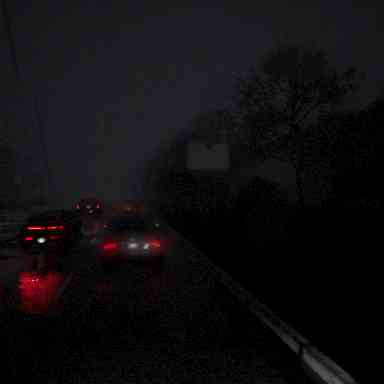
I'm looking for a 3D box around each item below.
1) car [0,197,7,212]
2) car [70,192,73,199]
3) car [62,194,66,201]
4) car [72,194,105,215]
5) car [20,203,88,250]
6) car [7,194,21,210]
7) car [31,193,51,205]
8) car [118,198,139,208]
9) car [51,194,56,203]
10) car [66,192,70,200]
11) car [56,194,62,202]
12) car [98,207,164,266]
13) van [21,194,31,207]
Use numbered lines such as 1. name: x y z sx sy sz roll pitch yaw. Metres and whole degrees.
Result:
1. car: -22.847 1.417 36.878 2.185 1.767 4.553 -1 0 -11
2. car: -32.669 1.370 85.723 2.002 1.452 4.674 -1 0 -11
3. car: -30.474 1.252 74.794 2.185 1.767 4.553 -1 0 -11
4. car: -8.864 1.267 29.179 2.097 1.767 4.553 -1 0 -11
5. car: -5.946 1.490 14.510 1.837 1.490 4.892 -1 1 -11
6. car: -23.937 1.393 42.294 2.185 1.767 4.553 -1 0 -11
7. car: -27.220 1.197 58.608 2.435 2.045 5.566 -1 0 -11
8. car: -6.038 1.325 31.691 1.882 1.535 5.008 -1 0 -11
9. car: -28.288 1.425 63.936 2.097 1.535 5.008 -1 0 -11
10. car: -31.563 1.229 80.211 2.185 1.767 4.553 -1 0 -11
11. car: -29.378 1.402 69.354 2.231 1.521 4.892 -1 0 -11
12. car: -2.057 1.490 11.448 2.033 1.411 5.357 -1 0 -11
13. van: -24.999 1.270 47.566 1.878 1.987 4.442 -1 0 -11
